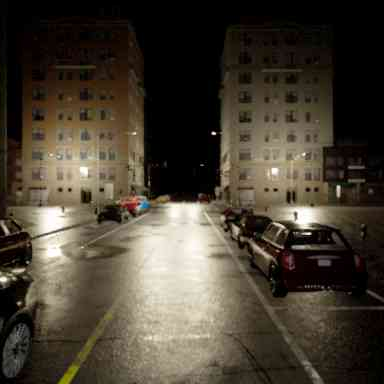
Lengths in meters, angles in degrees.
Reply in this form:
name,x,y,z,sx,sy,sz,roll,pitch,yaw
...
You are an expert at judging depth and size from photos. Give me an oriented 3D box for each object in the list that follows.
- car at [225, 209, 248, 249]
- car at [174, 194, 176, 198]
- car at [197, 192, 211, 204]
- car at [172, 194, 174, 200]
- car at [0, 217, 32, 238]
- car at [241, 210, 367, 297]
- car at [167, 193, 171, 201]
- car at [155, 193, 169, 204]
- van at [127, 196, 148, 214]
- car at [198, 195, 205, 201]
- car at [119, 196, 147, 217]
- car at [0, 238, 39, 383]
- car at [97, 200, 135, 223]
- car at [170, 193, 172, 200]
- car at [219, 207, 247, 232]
name,x,y,z,sx,sy,sz,roll,pitch,yaw
car,2.637,1.588,14.244,1.802,1.307,4.206,0,0,0
car,-6.056,1.233,86.445,2.192,1.841,5.009,0,0,0
car,2.523,1.281,63.818,2.192,1.841,5.009,0,0,0
car,-6.042,1.457,80.620,1.752,1.417,4.829,0,0,0
car,-5.876,1.449,8.609,1.967,1.590,4.097,0,0,0
car,2.650,1.444,8.604,1.967,1.590,4.097,0,0,0
car,-6.017,1.523,69.481,1.947,1.339,4.313,0,0,0
car,-6.003,1.495,63.656,1.752,1.417,4.829,0,0,0
van,-5.942,1.359,36.810,1.690,1.788,3.998,0,0,0
car,2.469,1.496,86.444,1.802,1.307,4.206,0,0,0
car,-5.929,1.333,31.169,2.192,1.841,5.009,0,0,0
car,-3.007,1.496,2.622,2.128,1.511,4.902,0,0,0
car,-5.916,1.581,25.528,1.947,1.339,4.313,0,0,0
car,-6.029,1.470,74.966,1.752,1.417,4.829,0,0,0
car,2.623,1.554,19.883,1.887,1.381,4.507,0,0,0
